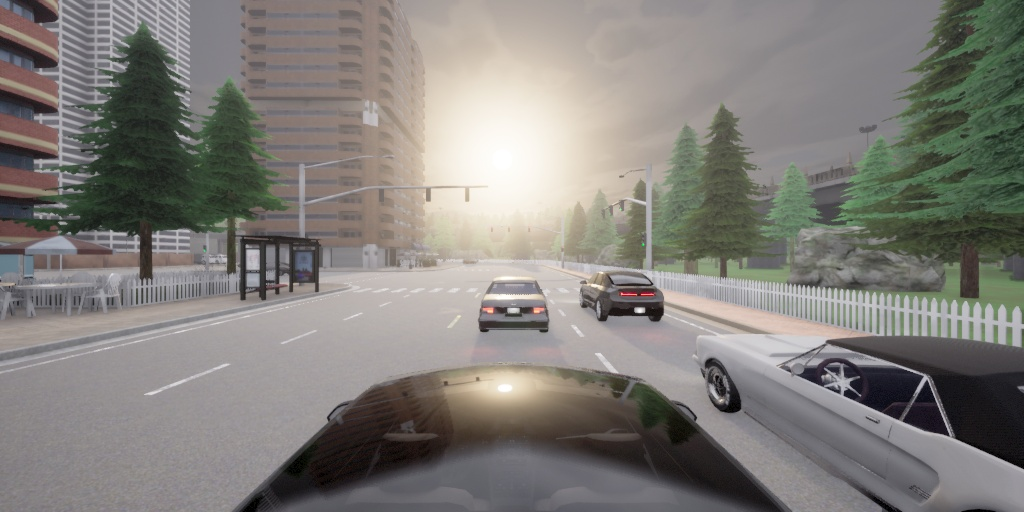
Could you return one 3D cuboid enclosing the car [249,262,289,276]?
[{"bbox_3d":[-25.133,1.331,37.742,4.674,1.442,1.812,0,0,0],"label":"car"}]

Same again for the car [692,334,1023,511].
[{"bbox_3d":[3.513,1.351,3.090,1.895,1.301,4.718,0,0,1],"label":"car"}]

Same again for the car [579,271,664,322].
[{"bbox_3d":[3.565,1.255,12.353,1.837,1.490,4.892,0,0,1],"label":"car"}]

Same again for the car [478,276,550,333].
[{"bbox_3d":[0.078,1.297,10.764,2.033,1.411,5.357,0,0,1],"label":"car"}]
